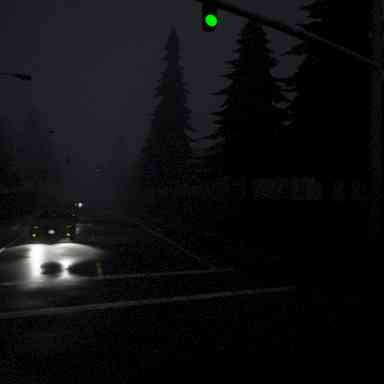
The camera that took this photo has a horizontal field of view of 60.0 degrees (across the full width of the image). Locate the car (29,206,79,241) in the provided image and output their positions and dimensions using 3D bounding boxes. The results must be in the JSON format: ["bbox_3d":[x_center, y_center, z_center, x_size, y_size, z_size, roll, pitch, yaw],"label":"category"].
[{"bbox_3d":[-6.966,1.632,16.961,1.994,1.385,4.181,1,0,-18],"label":"car"}]

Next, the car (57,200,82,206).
[{"bbox_3d":[-10.146,1.619,26.837,2.033,1.411,5.357,1,0,-18],"label":"car"}]

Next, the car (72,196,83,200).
[{"bbox_3d":[-23.305,1.614,67.771,2.128,1.511,4.902,1,0,-18],"label":"car"}]
